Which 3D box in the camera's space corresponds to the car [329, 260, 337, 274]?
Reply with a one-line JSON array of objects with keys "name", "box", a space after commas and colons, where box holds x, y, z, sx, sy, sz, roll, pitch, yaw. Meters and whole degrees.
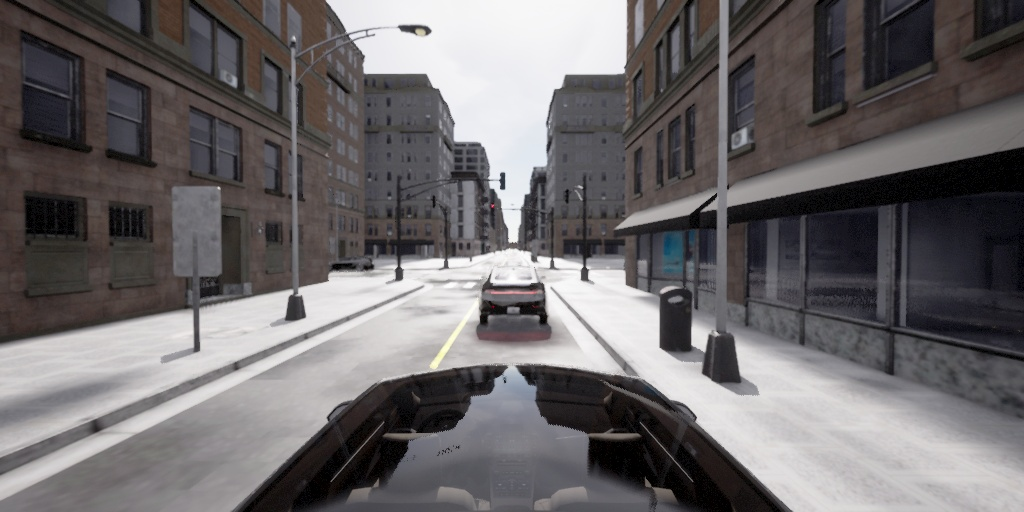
[{"name": "car", "box": [-14.646, 0.798, 24.262, 4.313, 1.339, 1.948, 0, 0, 0]}]

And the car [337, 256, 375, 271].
[{"name": "car", "box": [-14.595, 0.663, 32.287, 4.313, 1.339, 1.948, 0, 0, 0]}]

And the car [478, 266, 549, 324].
[{"name": "car", "box": [0.051, 1.038, 11.021, 2.128, 1.511, 4.902, 0, 1, 0]}]
